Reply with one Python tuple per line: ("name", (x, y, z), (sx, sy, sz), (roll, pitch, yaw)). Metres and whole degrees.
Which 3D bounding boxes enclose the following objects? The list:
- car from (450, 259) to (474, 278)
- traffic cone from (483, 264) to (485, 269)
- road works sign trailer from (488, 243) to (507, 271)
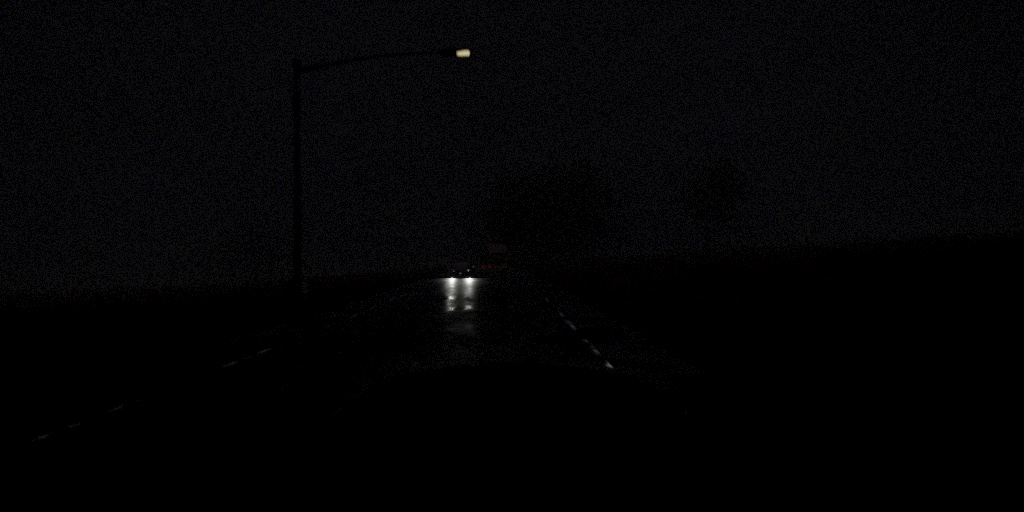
("car", (-4.556, 1.189, 32.987), (1.812, 1.442, 4.674), (0, 0, -3))
("traffic cone", (-4.081, 1.584, 52.909), (0.340, 0.580, 0.340), (0, 0, -6))
("road works sign trailer", (-1.906, 0.065, 46.092), (2.380, 3.560, 2.880), (0, 0, -6))
